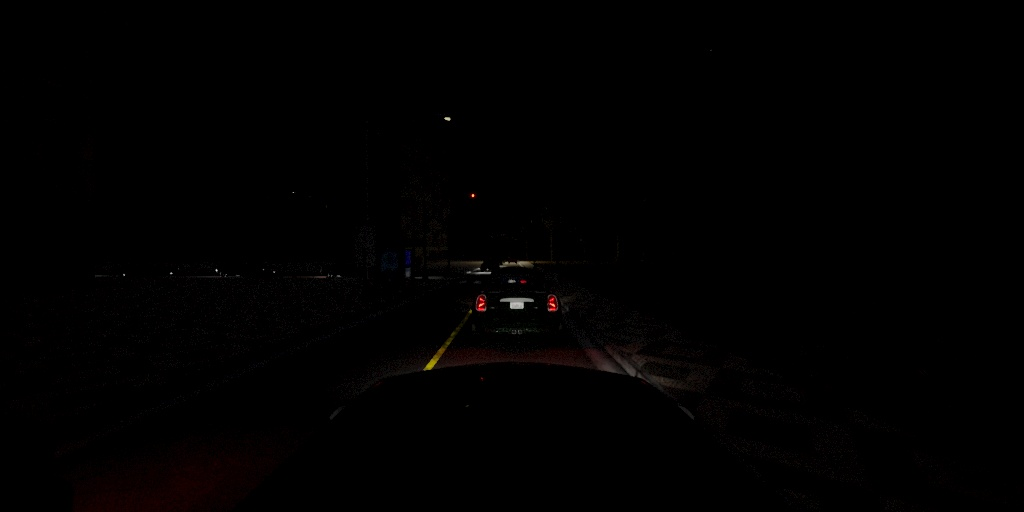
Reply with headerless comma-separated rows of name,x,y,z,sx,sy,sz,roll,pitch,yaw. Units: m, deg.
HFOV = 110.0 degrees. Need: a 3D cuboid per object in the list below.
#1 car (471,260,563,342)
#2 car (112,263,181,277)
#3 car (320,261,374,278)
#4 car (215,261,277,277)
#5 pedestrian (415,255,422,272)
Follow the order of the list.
car,0.116,1.099,9.949,2.097,1.767,4.553,0,0,0
car,-33.052,1.249,32.532,4.718,1.301,1.895,0,1,2
car,-14.443,1.192,31.996,4.902,1.511,2.128,0,1,2
car,-23.815,1.166,32.263,4.902,1.511,2.128,0,1,2
pedestrian,-9.969,0.800,38.103,0.375,1.860,0.375,0,0,2
